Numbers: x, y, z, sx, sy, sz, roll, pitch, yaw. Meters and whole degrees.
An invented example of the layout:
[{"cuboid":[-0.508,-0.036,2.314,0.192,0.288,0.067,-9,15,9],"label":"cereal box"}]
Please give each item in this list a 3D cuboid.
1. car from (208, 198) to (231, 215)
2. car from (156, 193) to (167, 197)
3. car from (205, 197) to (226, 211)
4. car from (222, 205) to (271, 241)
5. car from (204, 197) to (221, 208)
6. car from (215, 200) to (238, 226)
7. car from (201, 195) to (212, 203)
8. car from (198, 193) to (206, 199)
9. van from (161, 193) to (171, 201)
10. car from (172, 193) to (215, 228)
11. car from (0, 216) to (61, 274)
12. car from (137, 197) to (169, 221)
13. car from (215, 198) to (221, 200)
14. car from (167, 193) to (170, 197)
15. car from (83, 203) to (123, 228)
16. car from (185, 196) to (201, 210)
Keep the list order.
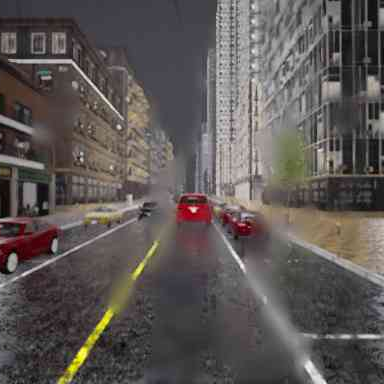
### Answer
[{"cuboid":[2.676,1.403,33.126,1.887,1.381,4.507,1,0,0],"label":"car"},{"cuboid":[-5.668,1.297,55.869,1.752,1.417,4.829,1,0,0],"label":"car"},{"cuboid":[2.677,1.387,38.823,2.008,1.369,4.403,1,0,0],"label":"car"},{"cuboid":[2.673,1.513,16.031,1.802,1.307,4.206,1,0,0],"label":"car"},{"cuboid":[2.678,1.358,44.521,1.887,1.381,4.507,1,0,0],"label":"car"},{"cuboid":[2.675,1.451,21.729,1.887,1.381,4.507,1,0,0],"label":"car"},{"cuboid":[2.680,1.296,61.615,1.887,1.381,4.507,1,0,0],"label":"car"},{"cuboid":[2.685,1.101,90.106,1.967,1.590,4.097,1,0,0],"label":"car"},{"cuboid":[-5.662,1.054,73.131,1.690,1.788,3.998,1,0,0],"label":"van"},{"cuboid":[0.102,1.129,21.447,2.150,2.045,5.566,0,0,0],"label":"car"},{"cuboid":[-5.673,1.500,10.459,1.887,1.381,4.507,1,0,0],"label":"car"},{"cuboid":[-3.094,1.392,26.267,1.837,1.490,4.892,0,0,0],"label":"car"},{"cuboid":[2.676,1.407,27.598,1.752,1.417,4.829,1,0,0],"label":"car"},{"cuboid":[-5.665,1.172,67.433,1.967,1.590,4.097,1,0,0],"label":"car"},{"cuboid":[-5.672,1.432,21.685,1.752,1.417,4.829,1,0,0],"label":"car"},{"cuboid":[0.105,1.333,41.201,1.837,1.490,4.892,0,1,0],"label":"car"}]
